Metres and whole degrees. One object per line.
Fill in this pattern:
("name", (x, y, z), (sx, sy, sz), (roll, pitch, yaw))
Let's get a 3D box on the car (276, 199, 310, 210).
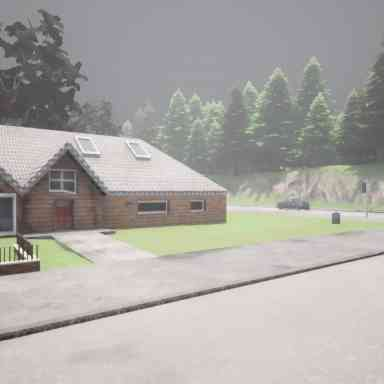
("car", (12.806, 1.564, 42.266), (1.994, 1.385, 4.181), (0, 0, -35))
